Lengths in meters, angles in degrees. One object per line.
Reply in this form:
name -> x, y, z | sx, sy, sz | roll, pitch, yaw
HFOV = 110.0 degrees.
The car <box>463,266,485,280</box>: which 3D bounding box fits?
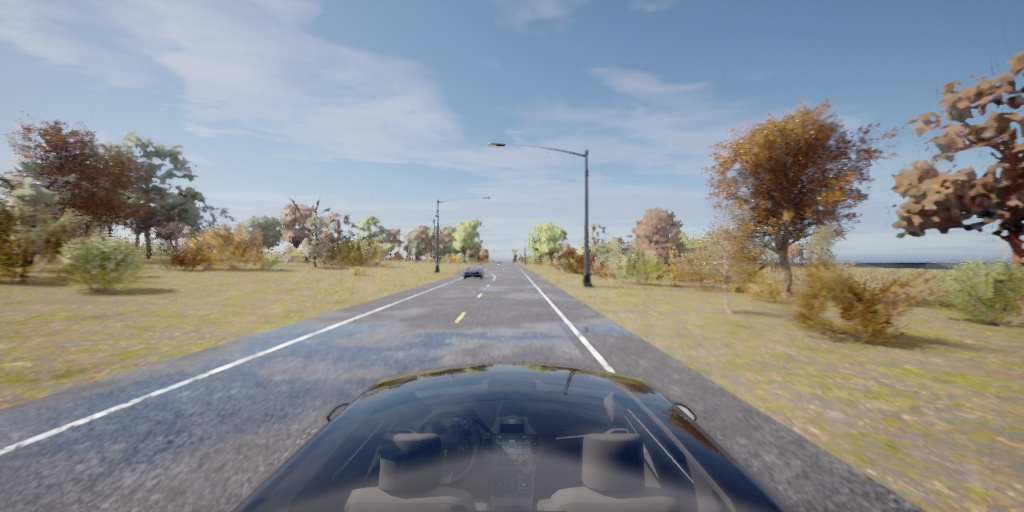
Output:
car -> -3.694, 1.654, 35.420 | 1.895, 1.301, 4.718 | 0, -1, -1
